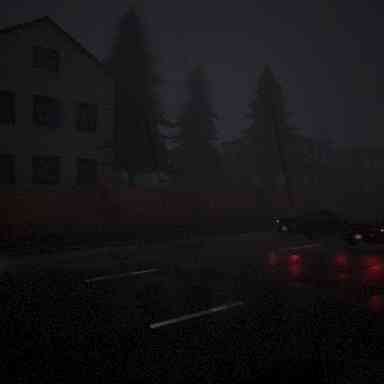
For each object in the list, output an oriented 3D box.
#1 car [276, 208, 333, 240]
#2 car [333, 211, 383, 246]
[{"bbox_3d":[6.234,1.530,16.893,4.674,1.442,1.812,0,0,-35],"label":"car"},{"bbox_3d":[8.243,1.530,14.027,4.674,1.442,1.812,0,0,-35],"label":"car"}]
